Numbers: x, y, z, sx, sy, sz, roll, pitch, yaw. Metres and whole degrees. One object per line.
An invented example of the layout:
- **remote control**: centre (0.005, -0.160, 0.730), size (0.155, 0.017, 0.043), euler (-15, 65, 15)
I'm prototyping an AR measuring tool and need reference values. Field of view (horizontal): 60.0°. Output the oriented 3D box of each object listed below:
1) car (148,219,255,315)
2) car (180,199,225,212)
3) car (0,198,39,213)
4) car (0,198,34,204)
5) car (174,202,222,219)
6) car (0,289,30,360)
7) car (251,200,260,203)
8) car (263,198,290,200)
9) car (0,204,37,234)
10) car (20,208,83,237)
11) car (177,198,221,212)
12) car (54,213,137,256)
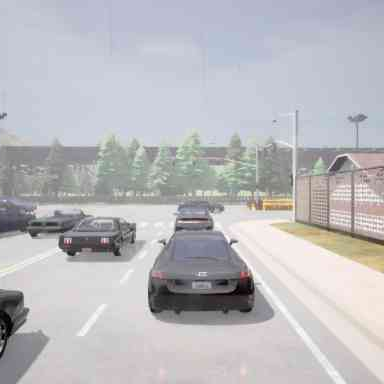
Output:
- **car**: centre (0.147, 1.564, 7.677), size (1.994, 1.385, 4.181), euler (0, 0, -1)
- **car**: centre (0.988, 1.505, 34.347), size (4.892, 1.490, 1.837), euler (0, 0, -2)
- **car**: centre (-20.052, 1.476, 37.198), size (5.008, 1.535, 1.882), euler (0, 0, -2)
- **car**: centre (-18.405, 1.525, 33.747), size (4.674, 1.442, 1.812), euler (0, 0, -2)
- **car**: centre (0.118, 1.492, 16.580), size (2.128, 1.511, 4.902), euler (0, 0, 1)
- **car**: centre (-3.399, 1.547, 2.602), size (2.033, 1.411, 5.357), euler (0, 0, 0)
- **car**: centre (11.749, 1.601, 52.386), size (4.718, 1.301, 1.895), euler (0, 0, -2)
- **car**: centre (12.287, 1.601, 45.367), size (4.718, 1.301, 1.895), euler (0, 0, -3)
- **car**: centre (-10.181, 1.547, 17.159), size (2.033, 1.411, 5.357), euler (0, 0, 6)
- **car**: centre (-7.014, 1.601, 18.020), size (1.895, 1.301, 4.718), euler (0, 0, 0)
- **car**: centre (0.783, 1.492, 37.842), size (4.902, 1.511, 2.128), euler (0, 0, -2)
- **car**: centre (-3.399, 1.601, 12.997), size (1.895, 1.301, 4.718), euler (0, 0, 0)
